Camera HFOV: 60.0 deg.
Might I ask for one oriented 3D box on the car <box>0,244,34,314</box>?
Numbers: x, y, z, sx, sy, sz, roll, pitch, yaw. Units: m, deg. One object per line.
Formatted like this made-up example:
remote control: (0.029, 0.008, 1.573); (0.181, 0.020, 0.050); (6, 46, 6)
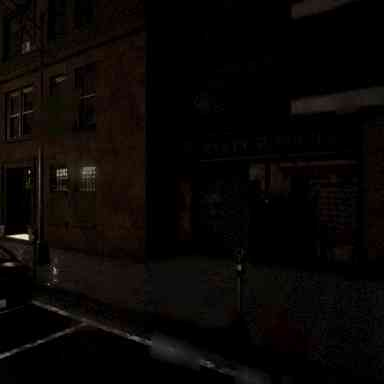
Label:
car: (-4.837, 1.551, 6.518); (4.403, 1.369, 2.008); (0, 0, 35)
